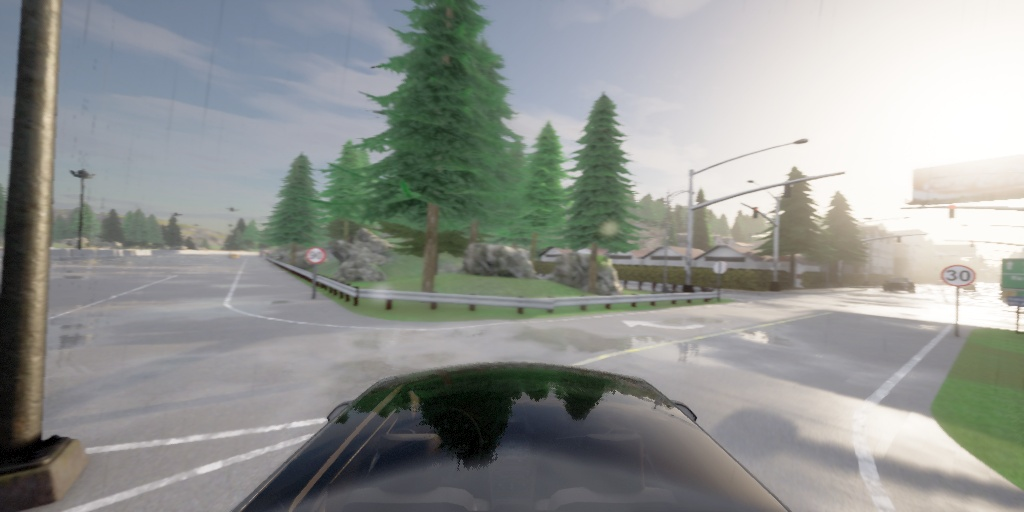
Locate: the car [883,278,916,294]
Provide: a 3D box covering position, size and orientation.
[{"bbox_3d":[42.761,3.175,39.563,4.553,1.767,2.097,5,-2,-36],"label":"car"}]
